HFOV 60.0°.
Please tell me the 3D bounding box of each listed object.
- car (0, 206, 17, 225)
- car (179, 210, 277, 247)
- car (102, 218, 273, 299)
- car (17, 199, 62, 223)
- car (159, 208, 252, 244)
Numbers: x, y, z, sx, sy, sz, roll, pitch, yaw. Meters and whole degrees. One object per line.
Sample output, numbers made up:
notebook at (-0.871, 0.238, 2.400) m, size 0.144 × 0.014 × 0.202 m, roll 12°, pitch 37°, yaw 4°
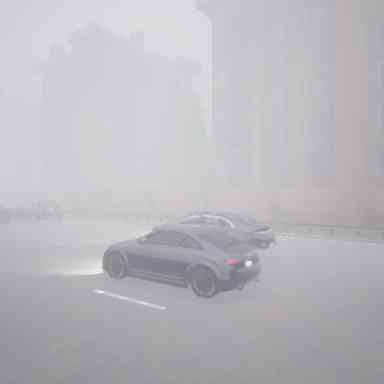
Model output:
car at (-14.412, 1.477, 22.849) m, size 5.008 × 1.535 × 1.882 m, roll 0°, pitch 0°, yaw 35°
car at (0.611, 1.492, 12.148) m, size 4.902 × 1.511 × 2.128 m, roll 0°, pitch 0°, yaw 35°
car at (-0.364, 1.563, 8.547) m, size 4.181 × 1.385 × 1.994 m, roll 0°, pitch 0°, yaw 35°
car at (-11.971, 1.351, 25.408) m, size 4.553 × 1.767 × 2.097 m, roll 0°, pitch 0°, yaw 35°
car at (0.592, 1.563, 16.461) m, size 4.181 × 1.385 × 1.994 m, roll 0°, pitch 0°, yaw 35°
